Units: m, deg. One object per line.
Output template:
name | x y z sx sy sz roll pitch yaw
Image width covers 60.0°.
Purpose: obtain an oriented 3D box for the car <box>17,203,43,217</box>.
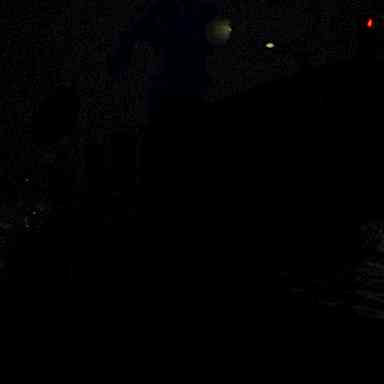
car | -17.423 1.868 35.779 1.895 1.301 4.718 -1 0 -36
